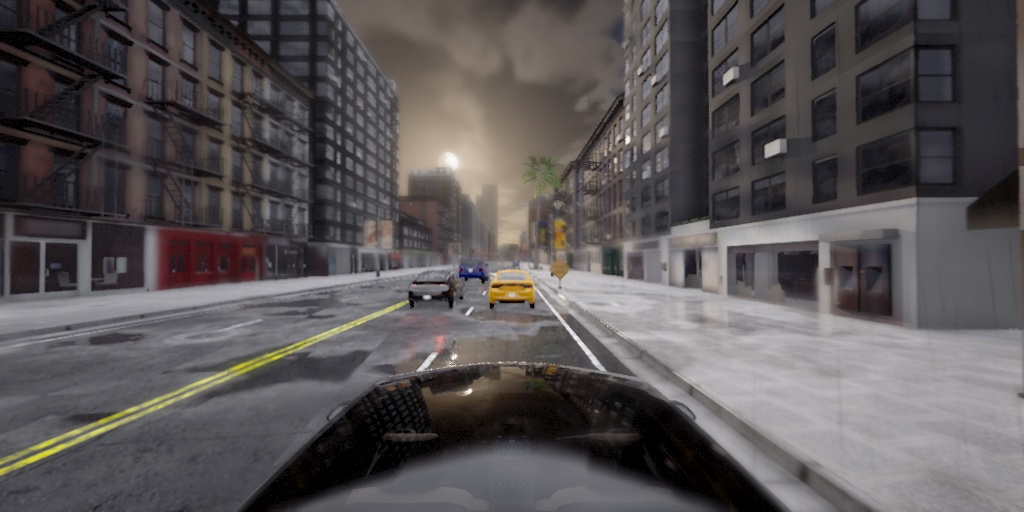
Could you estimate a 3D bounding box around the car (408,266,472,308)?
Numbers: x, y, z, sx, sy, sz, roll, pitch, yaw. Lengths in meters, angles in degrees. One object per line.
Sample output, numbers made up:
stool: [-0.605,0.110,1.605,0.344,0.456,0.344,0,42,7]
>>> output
car: [-3.250,1.383,16.140,2.128,1.511,4.902,0,0,0]

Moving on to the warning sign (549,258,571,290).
warning sign: [2.845,1.054,21.183,1.300,1.860,1.060,0,0,0]

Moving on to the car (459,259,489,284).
car: [-3.256,1.248,30.862,2.150,2.045,5.566,0,0,0]

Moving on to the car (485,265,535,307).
car: [0.002,1.370,16.319,1.882,1.535,5.008,0,0,0]
